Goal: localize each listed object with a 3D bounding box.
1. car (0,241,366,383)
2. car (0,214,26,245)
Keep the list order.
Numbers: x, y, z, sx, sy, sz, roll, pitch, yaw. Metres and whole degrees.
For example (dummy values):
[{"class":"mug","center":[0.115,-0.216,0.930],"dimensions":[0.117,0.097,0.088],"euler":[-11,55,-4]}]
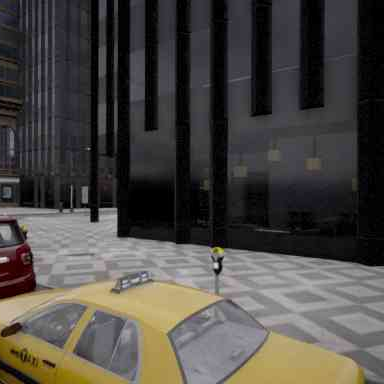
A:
[{"class":"car","center":[-0.814,1.525,3.531],"dimensions":[4.829,1.417,1.752],"euler":[0,0,35]},{"class":"car","center":[-5.109,1.314,6.560],"dimensions":[5.009,1.841,2.192],"euler":[0,0,35]}]
